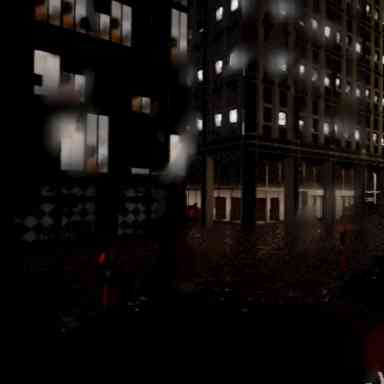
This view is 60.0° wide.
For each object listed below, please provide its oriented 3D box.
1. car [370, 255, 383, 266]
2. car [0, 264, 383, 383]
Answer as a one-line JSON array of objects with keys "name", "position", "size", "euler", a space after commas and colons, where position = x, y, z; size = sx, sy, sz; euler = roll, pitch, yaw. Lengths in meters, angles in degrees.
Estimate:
[{"name": "car", "position": [4.577, 1.557, 6.131], "size": [4.313, 1.339, 1.947], "euler": [0, 1, -35]}, {"name": "car", "position": [-0.029, 1.539, 2.846], "size": [4.507, 1.381, 1.887], "euler": [0, 1, -35]}]
